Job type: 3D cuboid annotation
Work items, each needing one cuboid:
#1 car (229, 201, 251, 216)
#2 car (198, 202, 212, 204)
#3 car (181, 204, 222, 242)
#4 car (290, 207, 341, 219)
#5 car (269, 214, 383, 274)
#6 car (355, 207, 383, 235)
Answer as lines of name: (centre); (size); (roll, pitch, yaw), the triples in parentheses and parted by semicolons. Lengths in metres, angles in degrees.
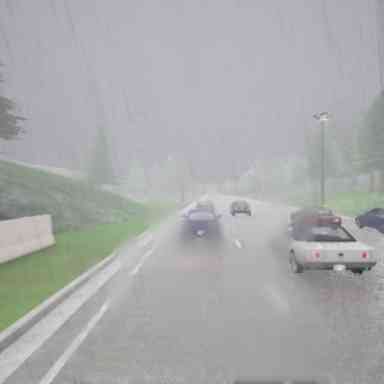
car: (4.802, 1.596, 33.328); (2.033, 1.411, 5.357); (0, 0, 3)
car: (1.371, 1.651, 34.684); (1.895, 1.301, 4.718); (0, 0, 3)
car: (0.483, 1.549, 16.350); (1.812, 1.442, 4.674); (0, 0, 2)
car: (7.679, 1.633, 21.158); (1.895, 1.301, 4.718); (0, 0, 3)
car: (3.770, 1.617, 10.584); (1.895, 1.301, 4.718); (0, 0, 1)
car: (11.085, 1.555, 18.933); (1.812, 1.442, 4.674); (0, 0, 2)
